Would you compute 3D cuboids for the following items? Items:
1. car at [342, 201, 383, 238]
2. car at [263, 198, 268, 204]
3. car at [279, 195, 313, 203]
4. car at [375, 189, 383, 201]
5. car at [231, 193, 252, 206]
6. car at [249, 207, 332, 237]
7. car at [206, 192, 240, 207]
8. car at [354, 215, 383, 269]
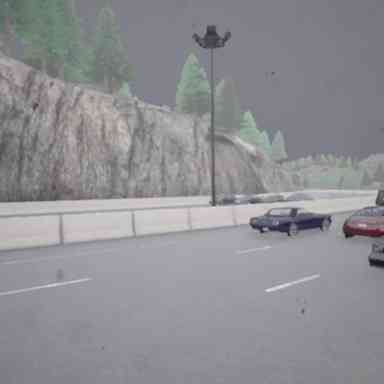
[{"bbox_3d":[8.657,1.339,15.204,4.181,1.385,1.994,-1,1,-40],"label":"car"},{"bbox_3d":[10.024,1.063,40.791,1.837,1.490,4.892,0,1,43],"label":"car"},{"bbox_3d":[12.040,0.907,37.850,2.097,1.767,4.553,0,1,43],"label":"car"},{"bbox_3d":[17.123,0.791,27.742,5.566,2.045,2.150,-1,1,-45],"label":"car"},{"bbox_3d":[7.305,1.066,43.011,2.128,1.511,4.902,0,1,43],"label":"car"},{"bbox_3d":[5.118,1.407,16.790,4.718,1.301,1.895,-1,1,-40],"label":"car"},{"bbox_3d":[4.243,0.950,44.883,2.097,1.767,4.553,0,1,44],"label":"car"},{"bbox_3d":[6.828,1.393,9.135,5.357,1.411,2.033,-1,1,-38],"label":"car"}]
